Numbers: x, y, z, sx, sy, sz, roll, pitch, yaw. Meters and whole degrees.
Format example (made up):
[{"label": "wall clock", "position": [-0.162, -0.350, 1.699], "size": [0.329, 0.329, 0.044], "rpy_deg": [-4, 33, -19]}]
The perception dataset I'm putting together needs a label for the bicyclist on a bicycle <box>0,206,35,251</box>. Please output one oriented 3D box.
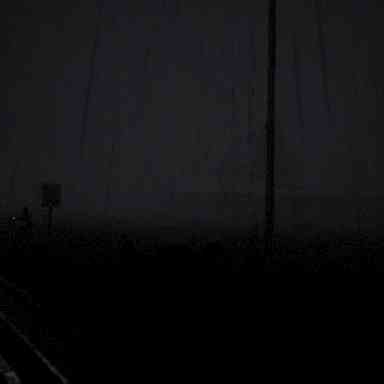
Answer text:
[{"label": "bicyclist on a bicycle", "position": [-6.709, 1.357, 12.893], "size": [0.582, 1.620, 1.656], "rpy_deg": [0, -31, 44]}]
